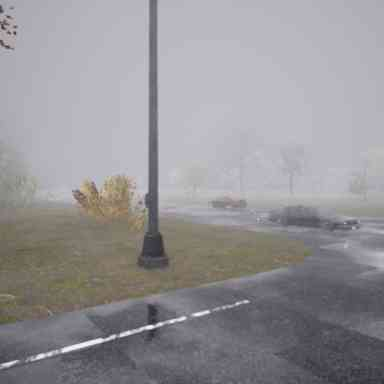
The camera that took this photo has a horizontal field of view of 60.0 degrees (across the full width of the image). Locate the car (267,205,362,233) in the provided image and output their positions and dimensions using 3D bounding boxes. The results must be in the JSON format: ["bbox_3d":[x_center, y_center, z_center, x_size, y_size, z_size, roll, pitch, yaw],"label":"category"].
[{"bbox_3d":[6.924,1.465,19.547,2.033,1.411,5.357,-1,1,-35],"label":"car"}]

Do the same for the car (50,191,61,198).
[{"bbox_3d":[-31.394,0.618,76.065,1.812,1.442,4.674,-1,1,-29],"label":"car"}]

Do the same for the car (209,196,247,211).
[{"bbox_3d":[3.800,1.132,36.193,1.882,1.535,5.008,-1,1,-35],"label":"car"}]
